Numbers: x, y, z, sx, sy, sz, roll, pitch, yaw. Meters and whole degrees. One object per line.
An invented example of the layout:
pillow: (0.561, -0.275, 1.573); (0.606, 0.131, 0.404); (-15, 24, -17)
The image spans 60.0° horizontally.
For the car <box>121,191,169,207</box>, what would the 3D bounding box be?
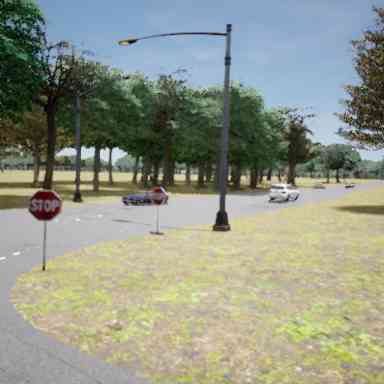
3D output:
car: (-4.323, 0.585, 30.950); (1.895, 1.301, 4.718); (4, 4, 36)

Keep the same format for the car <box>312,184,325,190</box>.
car: (29.903, -1.241, 78.452); (1.994, 1.385, 4.181); (4, 4, 36)

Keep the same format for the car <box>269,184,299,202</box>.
car: (11.314, 0.092, 40.668); (2.150, 2.045, 5.566); (4, 4, 36)
